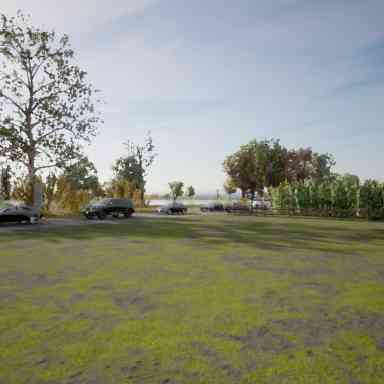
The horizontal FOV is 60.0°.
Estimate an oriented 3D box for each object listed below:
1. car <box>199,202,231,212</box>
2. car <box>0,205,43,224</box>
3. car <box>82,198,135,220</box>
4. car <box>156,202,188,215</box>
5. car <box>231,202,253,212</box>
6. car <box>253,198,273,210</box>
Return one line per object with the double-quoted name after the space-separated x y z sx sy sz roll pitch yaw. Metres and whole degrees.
3.263 2.245 49.820 2.033 1.411 5.357 -1 -2 35 "car"
-13.902 1.742 25.351 2.128 1.511 4.902 -1 -2 35 "car"
-8.241 1.619 33.442 2.150 2.045 5.566 -1 -2 36 "car"
-2.503 2.039 41.641 2.128 1.511 4.902 -1 -2 35 "car"
6.581 2.224 49.579 2.033 1.411 5.357 -1 -2 35 "car"
12.517 2.058 58.164 2.150 2.045 5.566 -1 -2 35 "car"
